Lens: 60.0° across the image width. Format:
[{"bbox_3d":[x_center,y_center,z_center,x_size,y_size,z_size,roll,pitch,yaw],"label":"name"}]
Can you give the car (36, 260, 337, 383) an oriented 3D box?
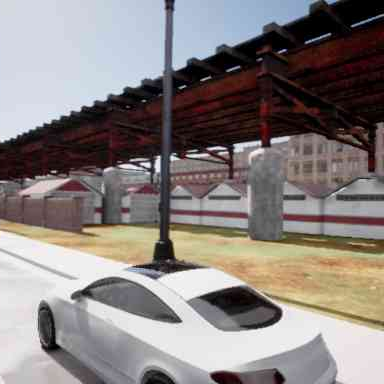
[{"bbox_3d":[-0.508,1.693,4.561,1.812,1.442,4.674,3,-3,-44],"label":"car"}]
